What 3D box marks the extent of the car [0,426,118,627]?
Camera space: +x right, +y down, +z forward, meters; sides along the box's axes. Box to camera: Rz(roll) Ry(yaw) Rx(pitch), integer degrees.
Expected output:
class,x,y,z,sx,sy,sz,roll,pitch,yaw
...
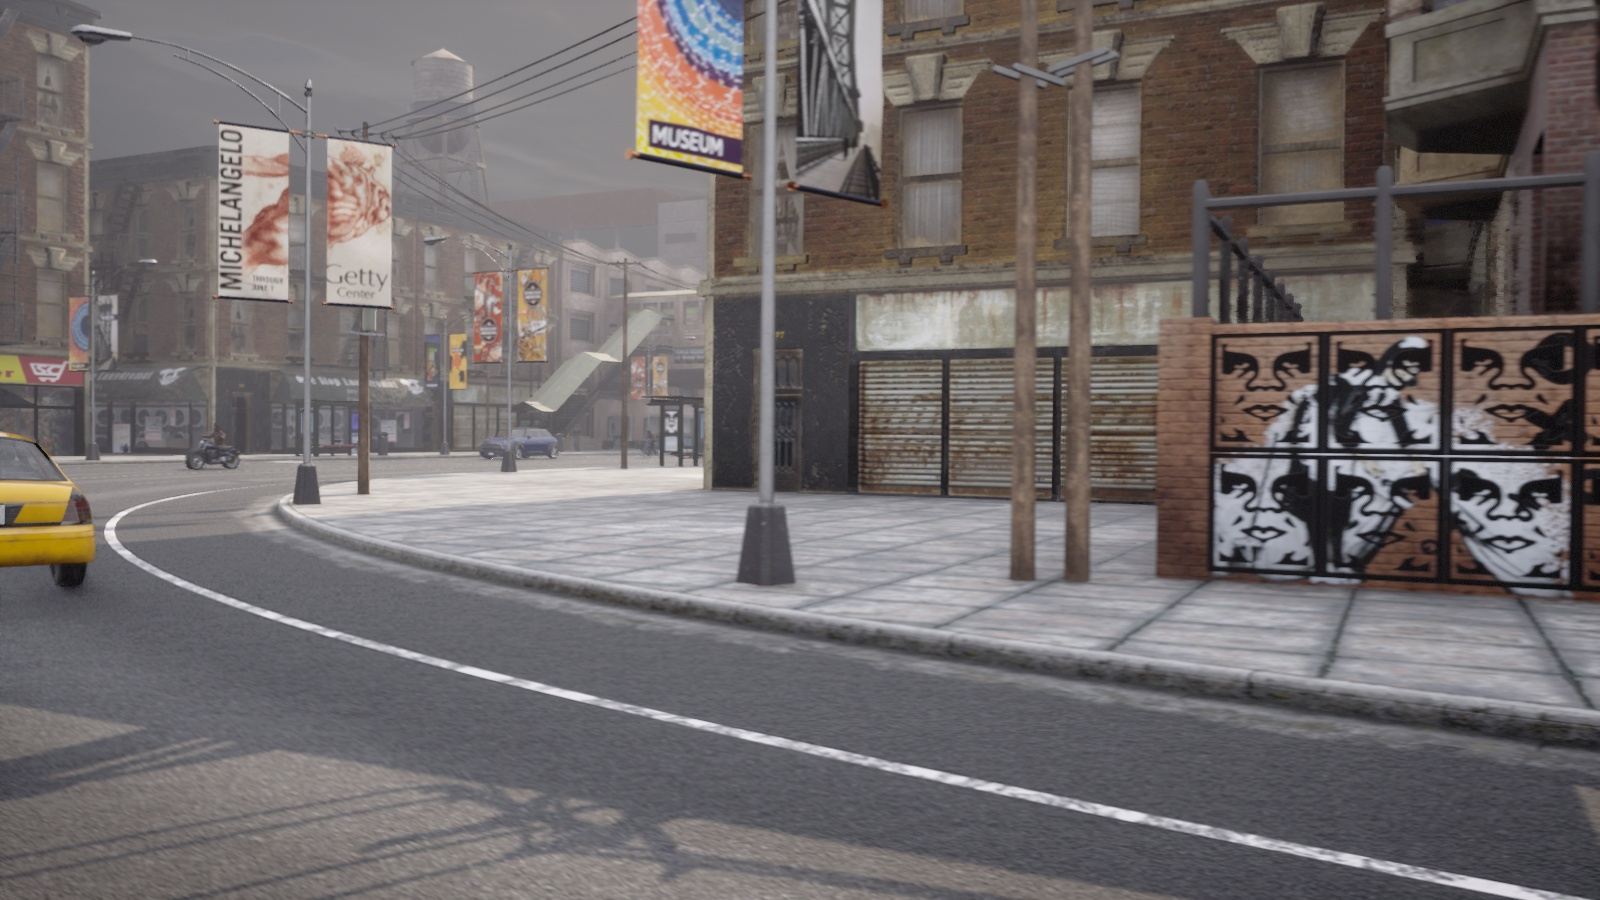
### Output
class,x,y,z,sx,sy,sz,roll,pitch,yaw
car,-7.995,0.586,11.889,1.801,1.575,5.366,-1,1,-38

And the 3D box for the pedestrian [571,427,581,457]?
class,x,y,z,sx,sy,sz,roll,pitch,yaw
pedestrian,-14.269,-0.523,80.068,0.402,1.930,0.666,0,1,9

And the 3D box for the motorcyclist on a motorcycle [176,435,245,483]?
class,x,y,z,sx,sy,sz,roll,pitch,yaw
motorcyclist on a motorcycle,-20.742,0.289,44.264,0.766,1.649,2.350,0,1,19

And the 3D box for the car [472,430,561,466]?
class,x,y,z,sx,sy,sz,roll,pitch,yaw
car,-14.713,-0.129,65.488,2.097,1.767,4.553,0,1,26
